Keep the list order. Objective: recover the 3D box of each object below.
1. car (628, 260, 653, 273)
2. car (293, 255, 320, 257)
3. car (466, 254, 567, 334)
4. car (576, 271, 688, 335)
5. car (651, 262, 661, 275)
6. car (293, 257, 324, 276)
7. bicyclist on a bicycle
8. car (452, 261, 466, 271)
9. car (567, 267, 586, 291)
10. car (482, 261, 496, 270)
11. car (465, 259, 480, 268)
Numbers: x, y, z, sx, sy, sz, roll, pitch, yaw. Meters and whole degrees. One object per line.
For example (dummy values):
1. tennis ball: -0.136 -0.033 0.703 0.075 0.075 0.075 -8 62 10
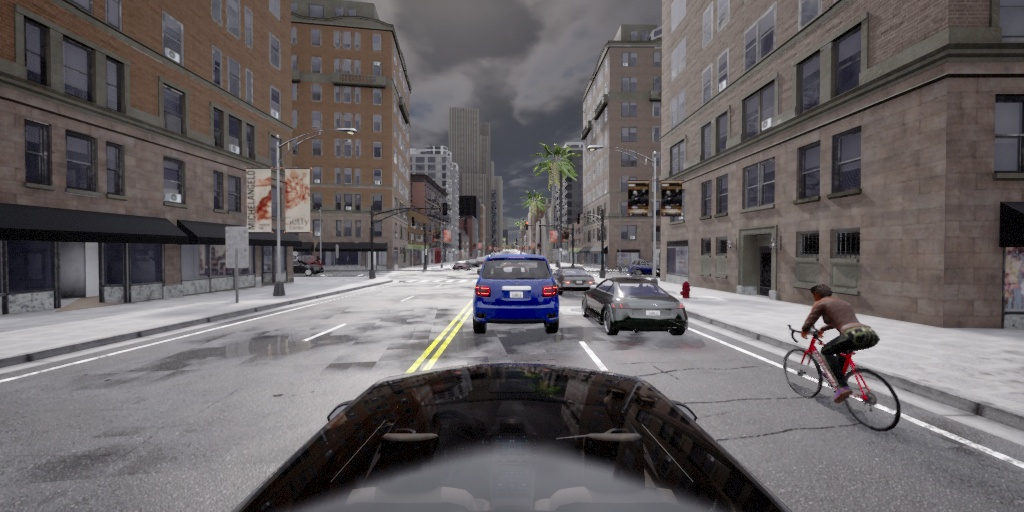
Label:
1. car: 14.564 1.248 37.530 4.553 1.767 2.097 0 1 3
2. car: -23.948 0.838 40.043 5.009 1.841 2.192 0 0 -9
3. car: 0.089 0.970 10.802 2.150 2.045 5.566 0 0 0
4. car: 3.322 1.313 10.469 1.994 1.385 4.181 0 0 0
5. car: 16.162 1.515 34.604 4.313 1.339 1.948 0 0 0
6. car: -20.915 1.126 34.661 4.892 1.490 1.837 1 1 -9
7. bicyclist on a bicycle: 4.140 1.202 4.642 0.582 1.620 1.656 0 0 0
8. car: -6.658 1.292 47.840 1.994 1.385 4.181 0 -1 0
9. car: 3.225 1.296 19.702 2.033 1.411 5.357 0 0 0
10. car: -3.313 1.349 51.893 1.895 1.301 4.718 0 0 -3
11. car: -6.661 1.225 60.857 1.882 1.535 5.008 0 0 0
